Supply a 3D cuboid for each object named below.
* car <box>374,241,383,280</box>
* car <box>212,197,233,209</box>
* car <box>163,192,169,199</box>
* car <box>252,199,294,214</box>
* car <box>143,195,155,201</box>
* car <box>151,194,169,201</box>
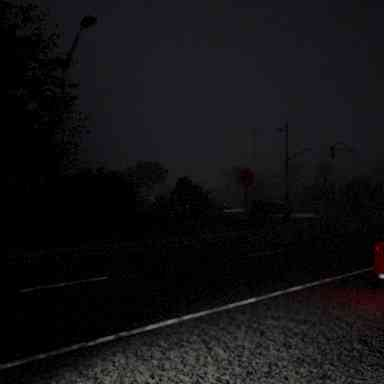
[{"bbox_3d":[6.595,1.479,8.446,5.008,1.535,1.882,0,0,-35],"label":"car"},{"bbox_3d":[3.387,1.502,44.138,1.837,1.490,4.892,0,0,-32],"label":"car"},{"bbox_3d":[-4.048,1.029,62.743,2.150,2.045,5.566,0,1,-33],"label":"car"},{"bbox_3d":[8.652,1.483,35.781,1.882,1.535,5.008,0,0,-33],"label":"car"},{"bbox_3d":[-10.127,1.197,71.537,1.895,1.301,4.718,0,1,-40],"label":"car"},{"bbox_3d":[-7.008,1.137,73.210,1.812,1.442,4.674,0,1,-37],"label":"car"}]
